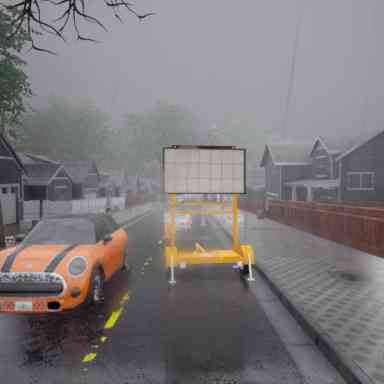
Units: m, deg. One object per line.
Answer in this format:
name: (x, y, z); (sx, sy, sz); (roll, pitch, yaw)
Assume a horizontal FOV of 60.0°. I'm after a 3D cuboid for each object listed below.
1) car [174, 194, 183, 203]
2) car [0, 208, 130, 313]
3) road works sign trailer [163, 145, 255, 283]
car: (-2.940, 1.300, 67.147); (2.150, 2.045, 5.566); (0, 0, 0)
car: (-2.872, 1.347, 7.903); (2.097, 1.767, 4.553); (0, 0, 0)
road works sign trailer: (0.334, 0.459, 9.711); (2.380, 3.560, 2.880); (0, 0, -8)
